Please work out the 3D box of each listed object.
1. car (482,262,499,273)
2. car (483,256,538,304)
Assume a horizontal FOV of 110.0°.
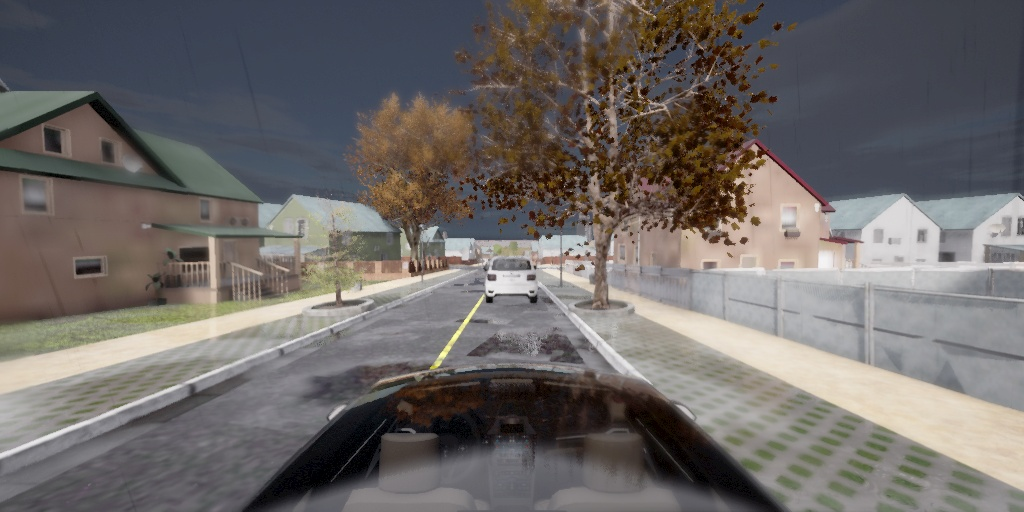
[{"bbox_3d":[-2.813,1.450,47.536,1.895,1.301,4.718,0,0,0],"label":"car"},{"bbox_3d":[-0.021,1.003,16.549,2.150,2.045,5.566,0,0,0],"label":"car"}]
